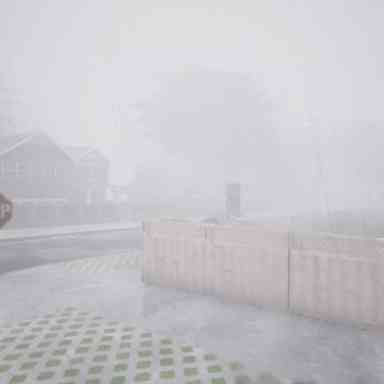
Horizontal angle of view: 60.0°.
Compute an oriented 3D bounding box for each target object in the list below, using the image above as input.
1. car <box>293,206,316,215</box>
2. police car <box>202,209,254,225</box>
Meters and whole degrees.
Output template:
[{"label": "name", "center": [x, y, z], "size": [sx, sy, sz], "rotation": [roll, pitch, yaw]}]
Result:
[{"label": "car", "center": [15.550, 2.642, 45.856], "size": [1.994, 1.385, 4.181], "rotation": [1, -1, 36]}, {"label": "police car", "center": [2.815, 1.998, 23.825], "size": [2.038, 1.542, 4.974], "rotation": [1, -1, 36]}]
